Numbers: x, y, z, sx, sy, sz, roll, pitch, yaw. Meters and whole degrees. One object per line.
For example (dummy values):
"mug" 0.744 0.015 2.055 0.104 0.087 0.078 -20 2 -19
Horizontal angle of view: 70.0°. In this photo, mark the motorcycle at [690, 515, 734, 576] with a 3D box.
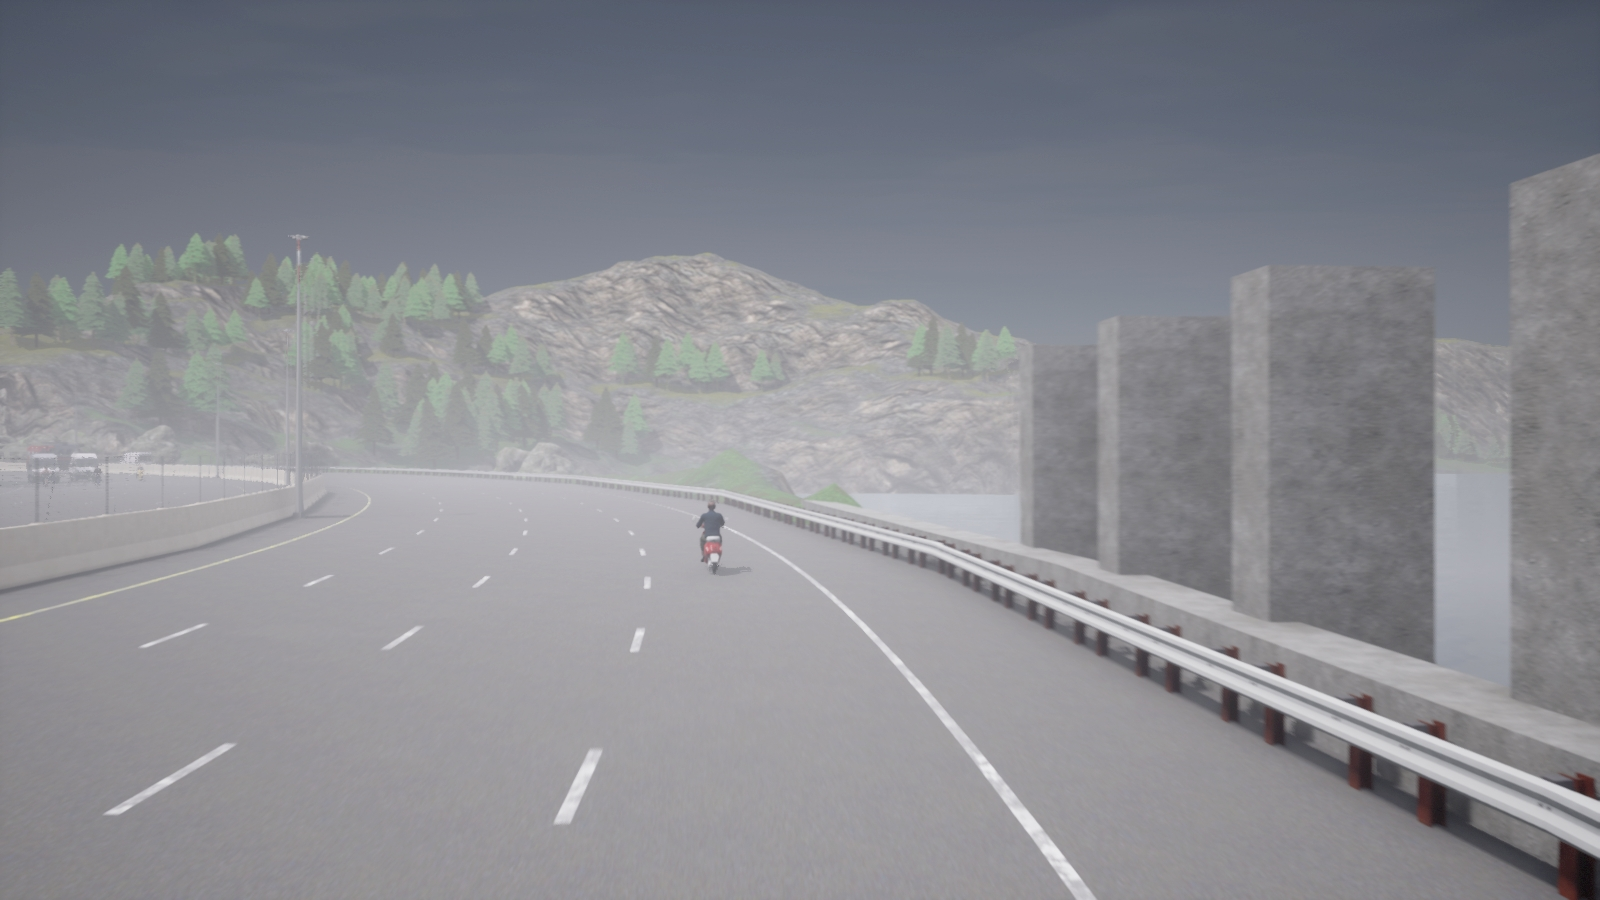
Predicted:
"motorcycle" -2.039 2.175 26.365 0.856 1.236 1.805 -1 0 -9
